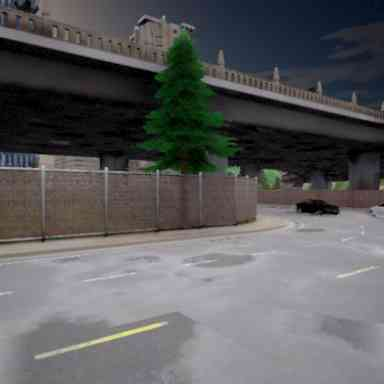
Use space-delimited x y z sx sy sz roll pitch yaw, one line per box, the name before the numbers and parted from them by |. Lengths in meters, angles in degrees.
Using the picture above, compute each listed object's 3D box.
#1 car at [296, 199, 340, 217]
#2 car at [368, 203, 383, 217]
car | 11.954 1.451 31.867 1.882 1.535 5.008 0 0 -16
car | 16.600 1.498 27.544 1.812 1.442 4.674 0 0 -3
